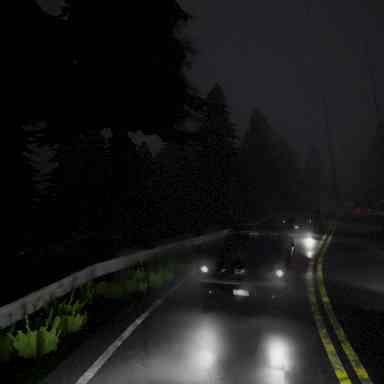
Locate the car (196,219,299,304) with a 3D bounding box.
[{"bbox_3d":[1.607,1.599,8.430,1.895,1.301,4.718,-1,0,18],"label":"car"}]

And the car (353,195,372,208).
[{"bbox_3d":[20.699,1.057,40.217,2.128,1.511,4.902,-2,0,28],"label":"car"}]

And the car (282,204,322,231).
[{"bbox_3d":[6.709,1.460,20.062,2.033,1.411,5.357,-2,0,26],"label":"car"}]
